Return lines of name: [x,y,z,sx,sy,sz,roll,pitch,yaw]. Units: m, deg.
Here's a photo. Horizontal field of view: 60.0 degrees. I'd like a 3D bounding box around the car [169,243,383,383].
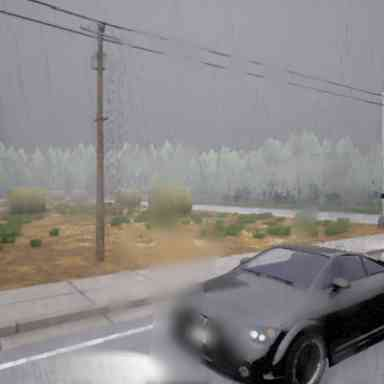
car: [1.740,1.559,5.200,4.181,1.385,1.994,0,0,-35]
